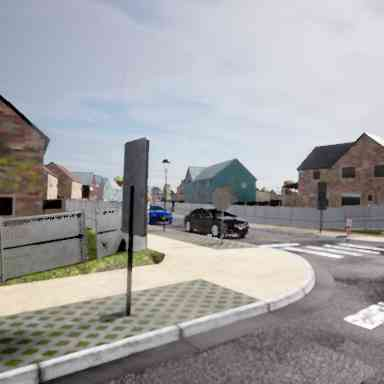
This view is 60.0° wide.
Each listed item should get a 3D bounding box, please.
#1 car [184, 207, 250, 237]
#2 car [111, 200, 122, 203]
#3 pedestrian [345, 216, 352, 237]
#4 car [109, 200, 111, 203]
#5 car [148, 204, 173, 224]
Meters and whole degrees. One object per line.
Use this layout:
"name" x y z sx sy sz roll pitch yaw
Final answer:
"car" 1.245 1.626 18.635 1.837 1.490 4.892 3 -2 -29
"car" -6.945 1.783 35.659 2.097 1.767 4.553 2 -2 -22
"pedestrian" 8.350 1.811 17.726 0.500 1.100 0.500 2 -1 -31
"car" -10.502 1.928 45.152 2.097 1.767 4.553 2 -2 -18
"car" -3.149 1.755 27.065 1.882 1.535 5.008 3 -2 -25
